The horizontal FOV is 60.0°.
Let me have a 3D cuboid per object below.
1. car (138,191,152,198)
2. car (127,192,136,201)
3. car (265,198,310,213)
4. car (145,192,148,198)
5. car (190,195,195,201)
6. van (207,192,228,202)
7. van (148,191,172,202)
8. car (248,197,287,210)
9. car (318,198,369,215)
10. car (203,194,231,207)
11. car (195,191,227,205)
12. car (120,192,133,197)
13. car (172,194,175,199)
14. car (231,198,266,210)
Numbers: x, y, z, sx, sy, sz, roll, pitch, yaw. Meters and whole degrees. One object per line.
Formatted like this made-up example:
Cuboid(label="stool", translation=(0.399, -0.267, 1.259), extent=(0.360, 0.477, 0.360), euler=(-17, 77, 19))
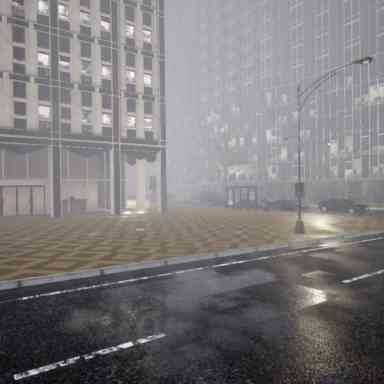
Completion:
Cuboid(label="car", translation=(-11.630, 0.686, 81.861), extent=(1.967, 1.590, 4.097), euler=(0, 1, -34))
Cuboid(label="car", translation=(-12.116, 1.039, 67.750), extent=(2.008, 1.369, 4.403), euler=(0, 1, -34))
Cuboid(label="car", translation=(10.270, 1.424, 34.860), extent=(1.947, 1.339, 4.313), euler=(0, 1, -34))
Cuboid(label="car", translation=(-8.417, 0.615, 77.171), extent=(2.192, 1.841, 5.009), euler=(0, 1, -34))
Cuboid(label="car", translation=(1.224, 1.043, 63.110), extent=(1.802, 1.307, 4.206), euler=(0, 1, -34))
Cuboid(label="van", translation=(4.436, 0.855, 58.419), extent=(1.690, 1.788, 3.998), euler=(0, 1, -34))
Cuboid(label="van", translation=(-5.689, 0.937, 58.371), extent=(1.690, 1.788, 3.998), euler=(0, 1, -34))
Cuboid(label="car", translation=(9.269, 1.363, 41.118), extent=(1.895, 1.301, 4.718), euler=(-1, 1, -34))
Cuboid(label="car", translation=(14.877, 1.358, 32.913), extent=(1.837, 1.490, 4.892), euler=(-1, 1, -34))
Cuboid(label="car", translation=(3.906, 1.319, 44.281), extent=(1.947, 1.339, 4.313), euler=(0, 1, -34))
Cuboid(label="car", translation=(3.254, 0.887, 49.897), extent=(2.150, 2.045, 5.566), euler=(-1, 1, -35))
Cuboid(label="car", translation=(-18.056, 0.688, 91.238), extent=(2.008, 1.369, 4.403), euler=(0, 1, -34))
Cuboid(label="car", translation=(-5.203, 0.936, 72.487), extent=(1.802, 1.307, 4.206), euler=(0, 1, -34))
Cuboid(label="car", translation=(7.071, 1.388, 39.561), extent=(1.802, 1.307, 4.206), euler=(0, 1, -34))
